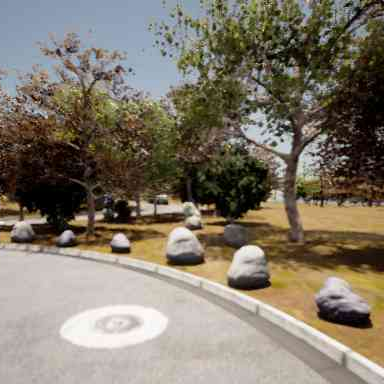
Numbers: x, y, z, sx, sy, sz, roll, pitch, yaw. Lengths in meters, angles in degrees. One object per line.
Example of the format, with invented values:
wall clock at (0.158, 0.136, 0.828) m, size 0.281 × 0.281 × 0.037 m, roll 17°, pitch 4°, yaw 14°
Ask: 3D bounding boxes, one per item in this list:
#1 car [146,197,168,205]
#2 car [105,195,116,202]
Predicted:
car at (-6.093, 1.568, 57.856) m, size 4.181 × 1.385 × 1.994 m, roll 2°, pitch 0°, yaw 44°
car at (-17.333, 1.125, 66.993) m, size 5.008 × 1.535 × 1.882 m, roll 2°, pitch 0°, yaw 39°
